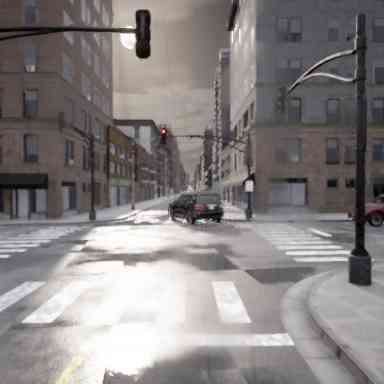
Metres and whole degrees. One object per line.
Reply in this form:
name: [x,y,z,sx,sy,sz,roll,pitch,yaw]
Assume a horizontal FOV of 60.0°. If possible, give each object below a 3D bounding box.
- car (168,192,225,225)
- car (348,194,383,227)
car: [0.169,1.071,22.925,2.150,2.045,5.566,-2,1,-24]
car: [12.036,1.003,19.744,5.009,1.841,2.192,-1,1,0]
